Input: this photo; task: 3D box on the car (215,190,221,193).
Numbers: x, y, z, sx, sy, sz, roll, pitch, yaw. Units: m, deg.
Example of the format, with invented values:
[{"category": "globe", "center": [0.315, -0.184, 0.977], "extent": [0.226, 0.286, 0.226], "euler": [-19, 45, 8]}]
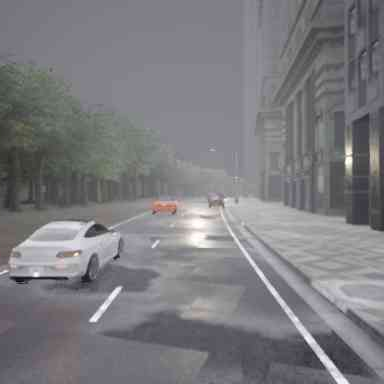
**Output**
[{"category": "car", "center": [3.692, 0.941, 59.664], "extent": [1.837, 1.490, 4.892], "euler": [0, 0, 7]}]

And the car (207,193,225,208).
[{"category": "car", "center": [2.957, 1.160, 40.308], "extent": [1.812, 1.442, 4.674], "euler": [0, 1, 5]}]

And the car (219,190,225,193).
[{"category": "car", "center": [6.694, 0.546, 80.510], "extent": [2.150, 2.045, 5.566], "euler": [0, 0, 10]}]

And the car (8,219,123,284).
[{"category": "car", "center": [-3.262, 1.487, 9.376], "extent": [1.812, 1.442, 4.674], "euler": [0, 0, 1]}]

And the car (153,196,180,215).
[{"category": "car", "center": [-2.317, 1.118, 31.306], "extent": [2.097, 1.767, 4.553], "euler": [0, 1, 4]}]
